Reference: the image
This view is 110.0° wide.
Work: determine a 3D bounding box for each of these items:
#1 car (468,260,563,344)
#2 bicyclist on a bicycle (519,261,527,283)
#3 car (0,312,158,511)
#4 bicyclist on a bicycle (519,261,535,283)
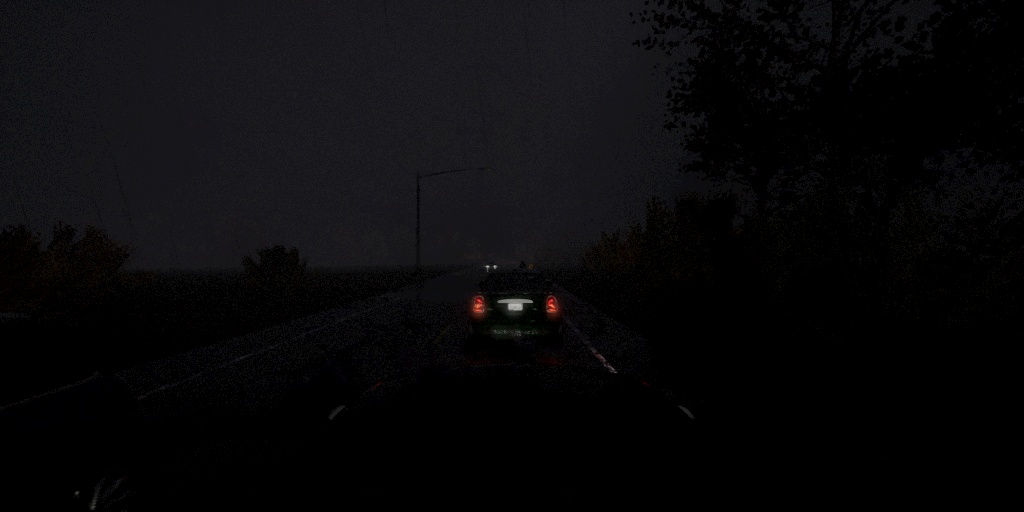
[{"bbox_3d":[0.070,1.099,9.735,2.097,1.767,4.553,0,0,0],"label":"car"},{"bbox_3d":[0.833,1.193,27.196,0.582,1.620,1.656,0,0,0],"label":"bicyclist on a bicycle"},{"bbox_3d":[-3.601,1.102,0.593,2.097,1.767,4.553,0,0,0],"label":"car"},{"bbox_3d":[0.899,1.181,17.079,0.866,1.612,1.509,0,0,0],"label":"bicyclist on a bicycle"}]
